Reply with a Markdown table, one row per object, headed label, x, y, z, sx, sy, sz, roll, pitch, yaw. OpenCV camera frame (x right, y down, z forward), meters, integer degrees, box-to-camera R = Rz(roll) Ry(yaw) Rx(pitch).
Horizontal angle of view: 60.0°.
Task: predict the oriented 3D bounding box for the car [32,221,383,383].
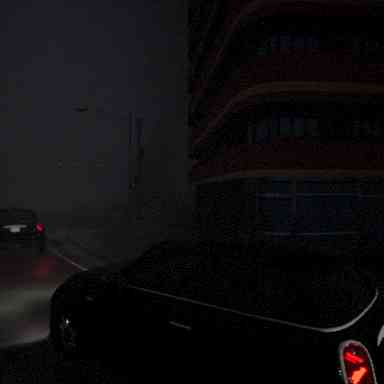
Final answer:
| label | x | y | z | sx | sy | sz | roll | pitch | yaw |
| --- | --- | --- | --- | --- | --- | --- | --- | --- | --- |
| car | 0.095 | 1.353 | 4.316 | 4.553 | 1.767 | 2.097 | 0 | 0 | 39 |

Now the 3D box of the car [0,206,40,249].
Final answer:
| label | x | y | z | sx | sy | sz | roll | pitch | yaw |
| --- | --- | --- | --- | --- | --- | --- | --- | --- | --- |
| car | -7.286 | 1.351 | 13.456 | 2.097 | 1.767 | 4.553 | 0 | 0 | -31 |
